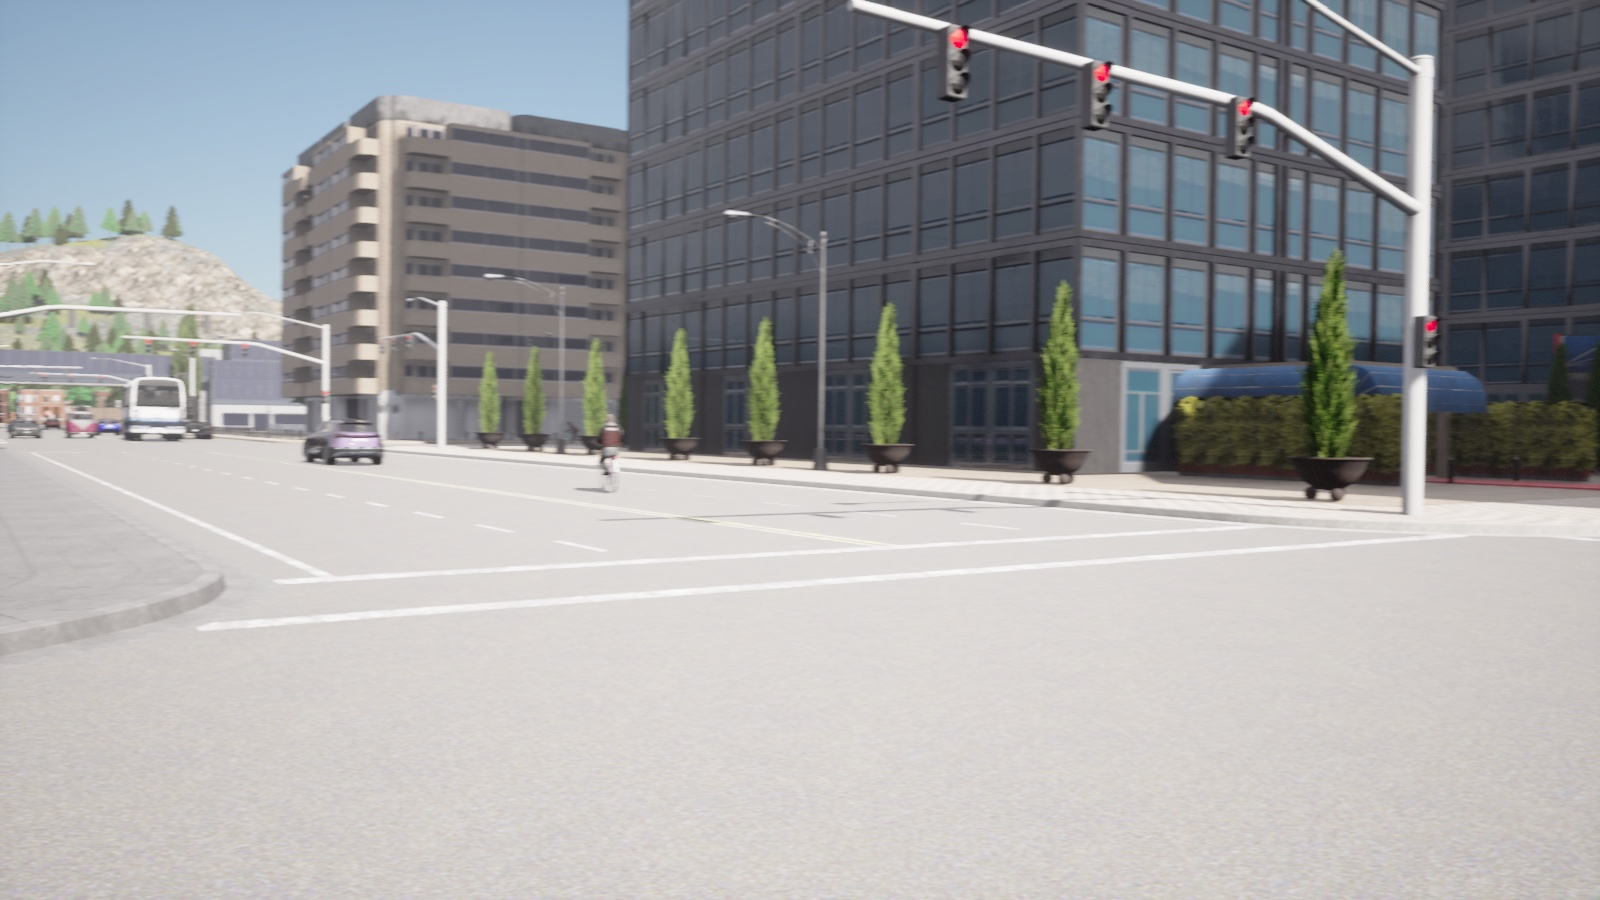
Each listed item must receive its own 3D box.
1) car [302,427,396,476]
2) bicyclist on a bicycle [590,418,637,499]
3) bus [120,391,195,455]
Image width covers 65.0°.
[{"bbox_3d":[-16.347,0.028,45.385,2.033,1.649,4.856,-1,1,-34],"label":"car"},{"bbox_3d":[-4.260,0.169,28.570,0.659,1.776,1.843,-1,1,-21],"label":"bicyclist on a bicycle"},{"bbox_3d":[-45.289,-1.808,88.292,3.944,4.253,10.273,-1,1,-31],"label":"bus"}]
